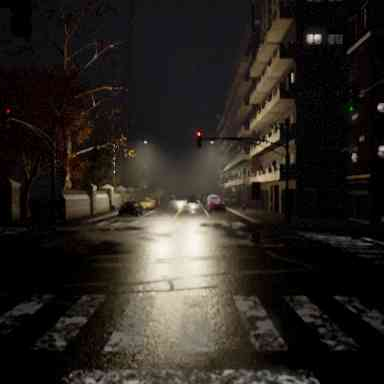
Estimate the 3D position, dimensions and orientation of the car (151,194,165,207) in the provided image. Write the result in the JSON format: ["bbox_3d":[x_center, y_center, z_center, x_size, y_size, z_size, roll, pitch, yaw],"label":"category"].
[{"bbox_3d":[-5.660,1.286,48.154,2.192,1.841,5.009,0,0,0],"label":"car"}]

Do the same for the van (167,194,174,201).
[{"bbox_3d":[-5.637,1.335,87.564,1.690,1.788,3.998,0,0,0],"label":"van"}]

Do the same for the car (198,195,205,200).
[{"bbox_3d":[2.746,1.583,93.190,1.802,1.307,4.206,0,0,0],"label":"car"}]

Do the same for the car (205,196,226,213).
[{"bbox_3d":[2.714,1.517,36.888,1.887,1.381,4.507,0,0,0],"label":"car"}]

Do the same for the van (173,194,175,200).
[{"bbox_3d":[-5.641,1.329,81.935,1.690,1.788,3.998,0,0,0],"label":"van"}]

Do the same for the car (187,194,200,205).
[{"bbox_3d":[0.034,1.521,59.976,2.033,1.411,5.357,0,0,0],"label":"car"}]

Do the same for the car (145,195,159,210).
[{"bbox_3d":[-5.663,1.496,42.354,1.752,1.417,4.829,0,0,0],"label":"car"}]

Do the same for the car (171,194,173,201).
[{"bbox_3d":[-5.647,1.419,70.674,1.967,1.590,4.097,0,0,0],"label":"car"}]

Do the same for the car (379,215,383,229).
[{"bbox_3d":[13.477,1.580,18.930,5.009,1.841,2.192,1,-1,0],"label":"car"}]

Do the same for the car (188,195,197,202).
[{"bbox_3d":[0.042,1.356,70.395,1.837,1.490,4.892,0,0,0],"label":"car"}]

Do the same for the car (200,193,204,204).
[{"bbox_3d":[2.724,1.412,53.779,1.967,1.590,4.097,0,0,0],"label":"car"}]

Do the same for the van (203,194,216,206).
[{"bbox_3d":[2.718,1.312,42.519,1.690,1.788,3.998,0,0,0],"label":"van"}]

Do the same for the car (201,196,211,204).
[{"bbox_3d":[2.730,1.520,65.039,1.887,1.381,4.507,0,0,0],"label":"car"}]

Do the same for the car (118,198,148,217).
[{"bbox_3d":[-5.670,1.540,31.263,1.947,1.339,4.313,0,0,0],"label":"car"}]

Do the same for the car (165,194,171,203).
[{"bbox_3d":[-5.650,1.416,65.045,1.967,1.590,4.097,0,0,0],"label":"car"}]

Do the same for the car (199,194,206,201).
[{"bbox_3d":[2.743,1.434,87.559,1.967,1.590,4.097,0,0,0],"label":"car"}]

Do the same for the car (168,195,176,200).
[{"bbox_3d":[-5.634,1.552,93.194,2.008,1.369,4.403,0,0,0],"label":"car"}]
